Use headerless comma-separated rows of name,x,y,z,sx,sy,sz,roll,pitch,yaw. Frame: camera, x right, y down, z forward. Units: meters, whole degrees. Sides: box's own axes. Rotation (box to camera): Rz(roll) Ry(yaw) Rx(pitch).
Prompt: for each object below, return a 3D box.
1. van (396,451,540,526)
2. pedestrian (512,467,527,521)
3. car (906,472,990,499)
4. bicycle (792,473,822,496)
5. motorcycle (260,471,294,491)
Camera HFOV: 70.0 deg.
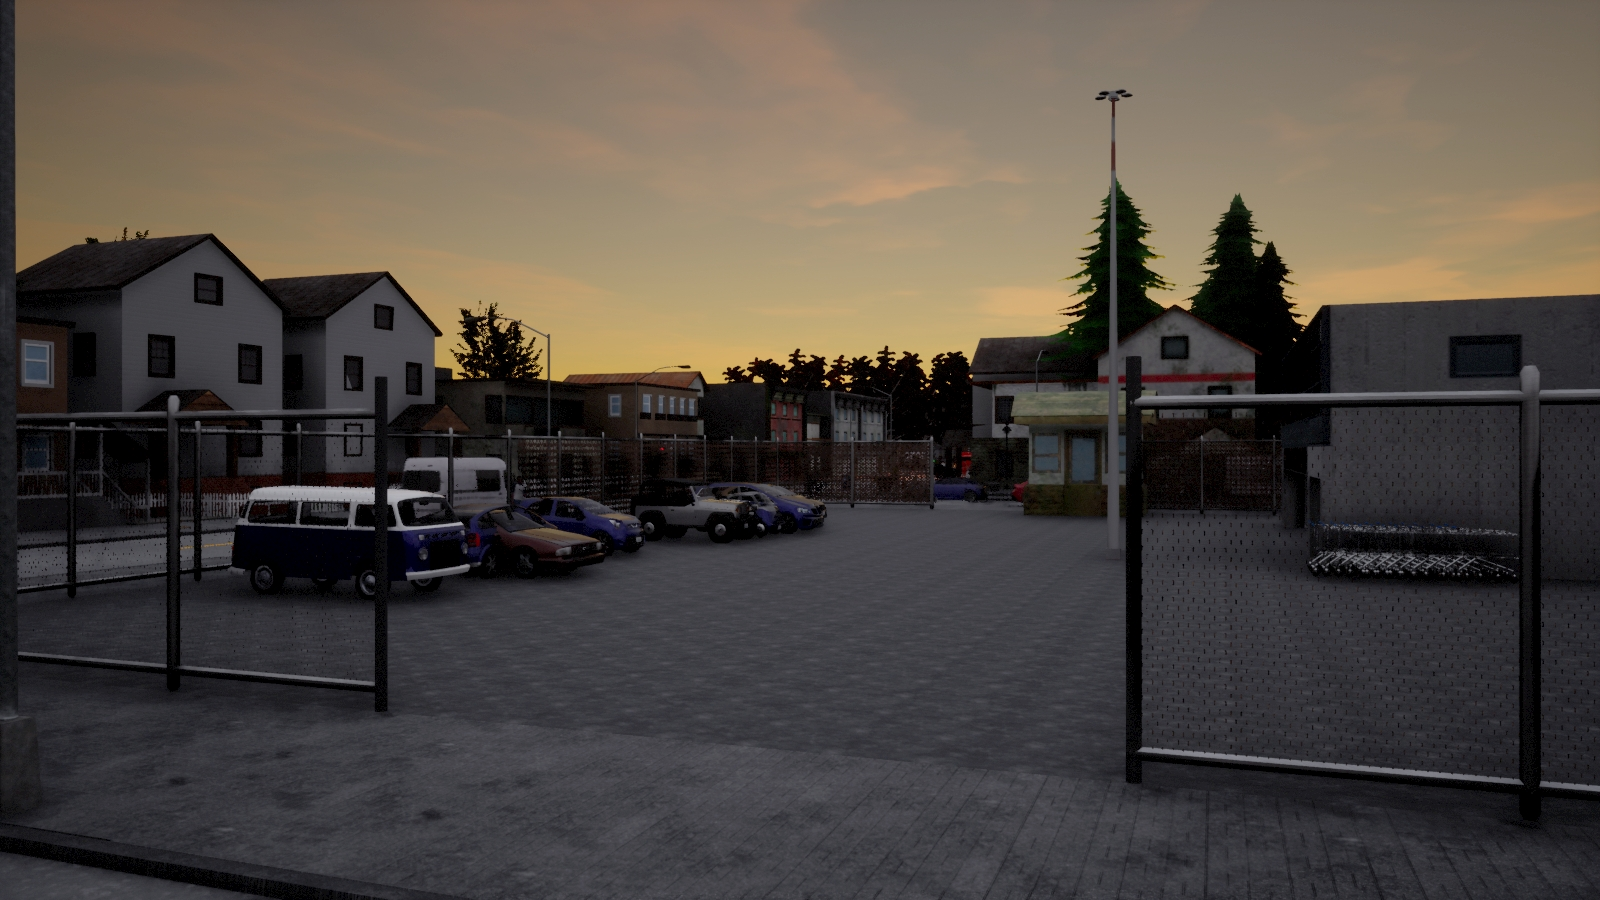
van,-12.070,1.319,42.117,1.988,2.561,5.915,0,0,20
pedestrian,-9.738,1.529,39.649,0.375,1.860,0.375,0,0,42
car,8.073,1.901,62.149,4.181,1.385,1.994,0,0,20
bicycle,0.408,1.940,64.688,1.643,1.296,0.373,0,0,14
motorcycle,-33.169,1.971,72.488,1.805,1.236,0.856,0,0,16
